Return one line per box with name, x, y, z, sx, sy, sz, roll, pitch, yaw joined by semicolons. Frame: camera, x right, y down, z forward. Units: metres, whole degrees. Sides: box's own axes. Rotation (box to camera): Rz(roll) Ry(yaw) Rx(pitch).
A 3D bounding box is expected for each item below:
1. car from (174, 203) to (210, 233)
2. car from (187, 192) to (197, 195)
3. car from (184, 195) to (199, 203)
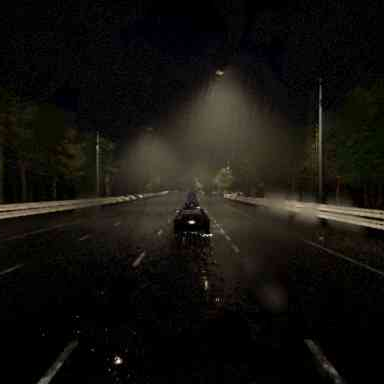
car;-0.008;1.559;19.479;1.994;1.385;4.181;0;0;0
car;-0.028;0.931;80.704;2.150;2.045;5.566;0;0;0
car;-0.018;1.476;44.617;1.812;1.442;4.674;0;0;0
